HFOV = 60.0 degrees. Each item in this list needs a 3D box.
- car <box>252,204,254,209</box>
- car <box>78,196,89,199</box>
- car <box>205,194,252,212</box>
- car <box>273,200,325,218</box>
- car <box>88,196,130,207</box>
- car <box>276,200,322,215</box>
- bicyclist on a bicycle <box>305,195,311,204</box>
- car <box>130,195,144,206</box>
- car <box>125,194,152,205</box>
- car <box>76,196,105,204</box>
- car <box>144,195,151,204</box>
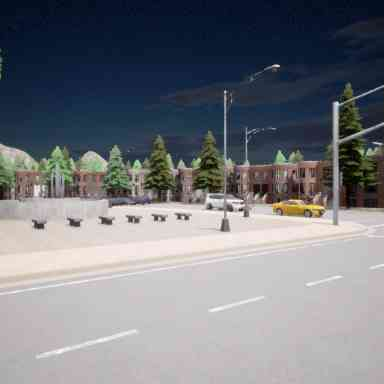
[{"bbox_3d":[5.633,1.526,41.934,1.812,1.442,4.674,0,0,-41],"label":"car"},{"bbox_3d":[-19.742,1.547,60.382,5.357,1.411,2.033,0,0,9],"label":"car"},{"bbox_3d":[3.851,1.221,38.748,2.150,2.045,5.566,0,0,-39],"label":"car"},{"bbox_3d":[9.824,1.478,30.816,1.882,1.535,5.008,0,0,-37],"label":"car"},{"bbox_3d":[-12.741,1.548,51.084,5.357,1.411,2.033,0,0,22],"label":"car"},{"bbox_3d":[11.143,1.564,34.889,1.994,1.385,4.181,0,0,-37],"label":"car"},{"bbox_3d":[16.257,1.303,46.652,1.656,1.620,0.582,0,0,-37],"label":"bicyclist on a bicycle"},{"bbox_3d":[-11.130,1.548,54.184,5.357,1.411,2.033,0,0,23],"label":"car"},{"bbox_3d":[-9.826,1.352,61.188,4.553,1.767,2.097,0,0,21],"label":"car"},{"bbox_3d":[-19.439,1.491,63.892,4.902,1.511,2.128,0,0,7],"label":"car"},{"bbox_3d":[-10.071,1.505,57.567,4.892,1.490,1.837,0,0,22],"label":"car"}]
